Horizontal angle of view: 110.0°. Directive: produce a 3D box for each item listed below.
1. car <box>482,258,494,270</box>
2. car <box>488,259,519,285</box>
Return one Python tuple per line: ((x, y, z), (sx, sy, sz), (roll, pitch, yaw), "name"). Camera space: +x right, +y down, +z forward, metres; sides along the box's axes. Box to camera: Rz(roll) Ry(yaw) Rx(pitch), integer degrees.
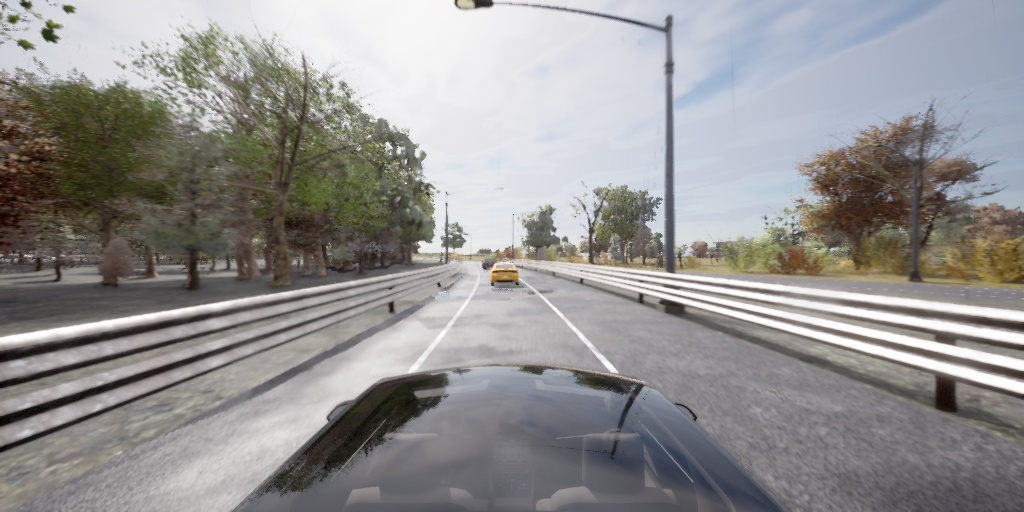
((-3.339, 1.071, 52.697), (2.097, 1.767, 4.553), (0, 0, -8), "car")
((-0.612, 1.226, 25.958), (1.882, 1.535, 5.008), (0, 0, -4), "car")
